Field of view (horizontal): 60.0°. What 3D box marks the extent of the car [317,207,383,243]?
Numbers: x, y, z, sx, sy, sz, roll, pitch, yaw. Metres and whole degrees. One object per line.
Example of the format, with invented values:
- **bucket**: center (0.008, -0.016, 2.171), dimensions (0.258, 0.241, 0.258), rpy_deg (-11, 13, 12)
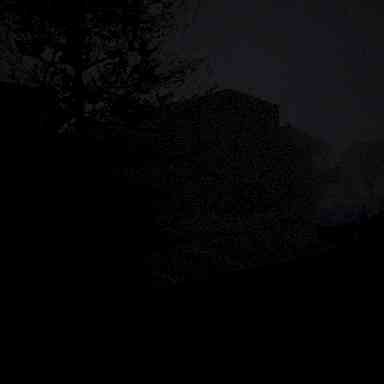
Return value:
- **car**: center (8.762, 1.779, 18.356), dimensions (5.008, 1.535, 2.097), rpy_deg (1, -1, -43)
